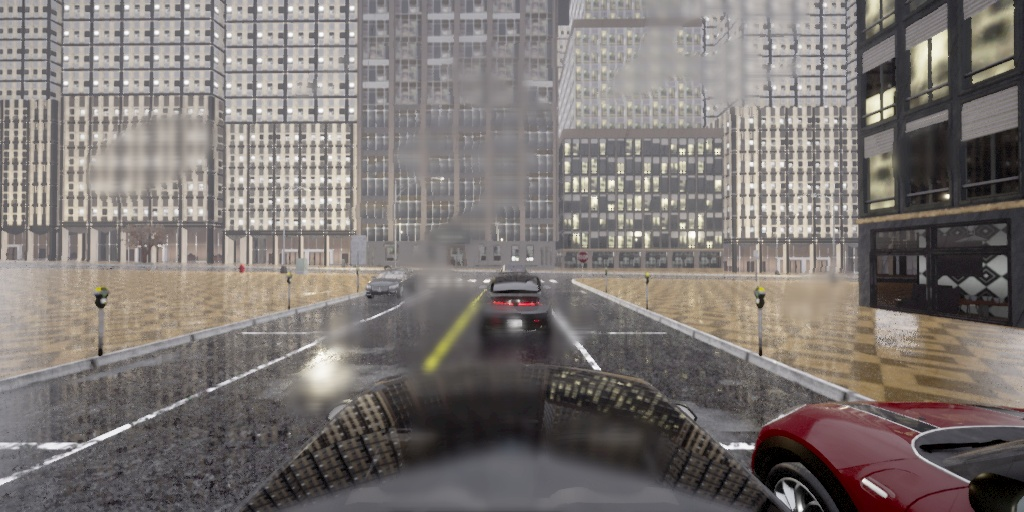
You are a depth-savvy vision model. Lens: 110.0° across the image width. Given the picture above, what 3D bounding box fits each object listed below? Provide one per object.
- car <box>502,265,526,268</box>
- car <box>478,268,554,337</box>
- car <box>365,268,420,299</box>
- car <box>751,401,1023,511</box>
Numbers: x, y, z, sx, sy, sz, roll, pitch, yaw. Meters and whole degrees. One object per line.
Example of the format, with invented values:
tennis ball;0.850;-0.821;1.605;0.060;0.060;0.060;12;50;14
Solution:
car;0.100;1.240;20.723;2.128;1.511;4.902;0;0;0
car;0.101;1.254;10.325;1.837;1.490;4.892;0;0;0
car;-5.818;1.299;17.900;2.007;1.370;4.403;0;0;0
car;2.691;1.190;0.965;1.967;1.591;4.097;0;0;0
